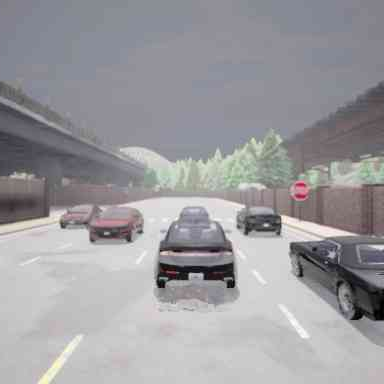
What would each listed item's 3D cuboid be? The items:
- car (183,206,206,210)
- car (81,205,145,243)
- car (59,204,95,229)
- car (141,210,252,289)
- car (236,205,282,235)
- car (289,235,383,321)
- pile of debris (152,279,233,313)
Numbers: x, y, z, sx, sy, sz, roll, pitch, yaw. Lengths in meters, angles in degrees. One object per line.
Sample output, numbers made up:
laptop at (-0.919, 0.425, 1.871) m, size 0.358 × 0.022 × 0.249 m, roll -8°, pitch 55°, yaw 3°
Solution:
car at (0.121, 1.535, 19.470) m, size 2.033 × 1.411 × 5.357 m, roll 0°, pitch 0°, yaw 0°
car at (-3.532, 1.466, 16.332) m, size 1.882 × 1.535 × 5.008 m, roll 0°, pitch 0°, yaw 0°
car at (-6.984, 1.511, 21.707) m, size 1.812 × 1.442 × 4.674 m, roll 0°, pitch 0°, yaw 1°
car at (0.100, 1.485, 9.121) m, size 2.128 × 1.511 × 4.902 m, roll 0°, pitch 0°, yaw 0°
car at (3.631, 1.465, 18.683) m, size 1.882 × 1.535 × 5.008 m, roll 0°, pitch 0°, yaw 0°
car at (3.612, 1.596, 7.208) m, size 1.895 × 1.301 × 4.718 m, roll 0°, pitch 0°, yaw 0°
pile of debris at (0.011, 2.170, 7.075) m, size 1.500 × 0.140 × 1.860 m, roll 0°, pitch 0°, yaw 0°
